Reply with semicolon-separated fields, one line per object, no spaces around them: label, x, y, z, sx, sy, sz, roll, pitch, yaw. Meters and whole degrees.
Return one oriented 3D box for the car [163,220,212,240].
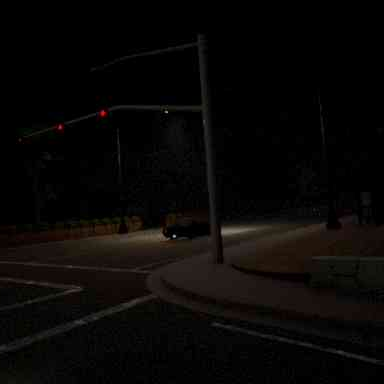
car;0.142;2.613;23.591;1.895;1.301;4.718;-6;-4;36
